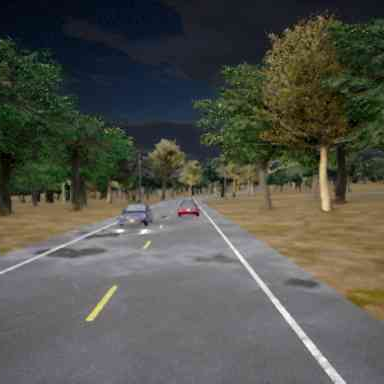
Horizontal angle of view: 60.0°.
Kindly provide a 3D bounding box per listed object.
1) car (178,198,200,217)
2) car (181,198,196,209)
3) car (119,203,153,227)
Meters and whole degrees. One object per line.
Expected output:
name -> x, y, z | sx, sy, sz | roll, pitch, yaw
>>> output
car -> -0.307, 1.517, 31.013 | 1.994, 1.385, 4.181 | 0, 0, 0
car -> -0.458, 1.548, 47.224 | 1.994, 1.385, 4.181 | 0, 0, 0
car -> -3.751, 1.522, 22.948 | 1.812, 1.442, 4.674 | 0, 0, -1
